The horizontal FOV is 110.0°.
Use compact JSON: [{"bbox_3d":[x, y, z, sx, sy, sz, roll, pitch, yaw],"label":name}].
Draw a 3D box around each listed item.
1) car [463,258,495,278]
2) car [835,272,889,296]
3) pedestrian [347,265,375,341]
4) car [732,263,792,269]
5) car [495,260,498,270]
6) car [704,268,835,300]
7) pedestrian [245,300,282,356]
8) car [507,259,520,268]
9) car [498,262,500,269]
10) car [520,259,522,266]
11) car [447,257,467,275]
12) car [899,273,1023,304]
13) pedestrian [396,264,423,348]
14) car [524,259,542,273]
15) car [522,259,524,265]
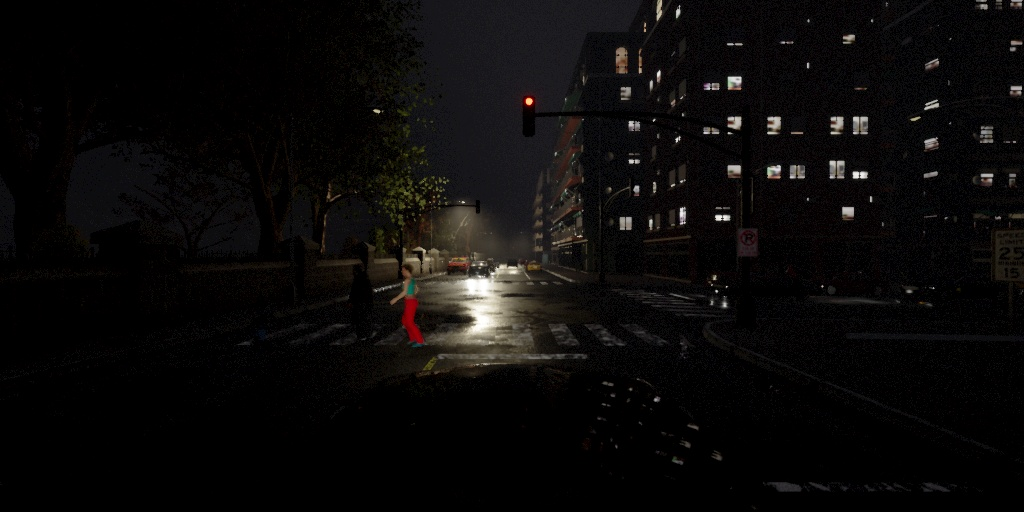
[{"bbox_3d":[-3.063,1.245,34.348,2.128,1.511,4.902,0,0,0],"label":"car"},{"bbox_3d":[20.316,1.671,21.992,4.507,1.381,1.888,0,0,0],"label":"car"},{"bbox_3d":[-3.532,1.044,8.408,0.375,1.860,0.375,0,0,0],"label":"pedestrian"},{"bbox_3d":[14.622,1.338,21.981,5.009,1.841,2.192,0,0,0],"label":"car"},{"bbox_3d":[-3.044,1.264,44.452,1.837,1.490,4.892,0,0,0],"label":"car"},{"bbox_3d":[13.724,1.565,19.387,5.357,1.411,2.033,1,0,0],"label":"car"},{"bbox_3d":[-4.996,1.043,7.210,0.375,1.860,0.375,0,0,0],"label":"pedestrian"},{"bbox_3d":[0.075,1.249,63.484,1.882,1.535,5.008,0,0,0],"label":"car"},{"bbox_3d":[-3.014,1.293,58.038,1.812,1.442,4.674,0,0,0],"label":"car"},{"bbox_3d":[2.754,1.316,55.187,2.007,1.370,4.403,0,0,0],"label":"car"},{"bbox_3d":[-5.646,1.070,38.590,2.192,1.841,5.009,0,0,0],"label":"car"},{"bbox_3d":[23.955,1.692,19.404,4.902,1.511,2.128,1,0,0],"label":"car"},{"bbox_3d":[-2.226,1.043,7.806,0.375,1.860,0.375,0,0,0],"label":"pedestrian"},{"bbox_3d":[2.741,1.283,44.286,1.751,1.417,4.829,0,0,0],"label":"car"},{"bbox_3d":[2.747,1.307,49.651,1.888,1.381,4.507,0,0,0],"label":"car"}]
